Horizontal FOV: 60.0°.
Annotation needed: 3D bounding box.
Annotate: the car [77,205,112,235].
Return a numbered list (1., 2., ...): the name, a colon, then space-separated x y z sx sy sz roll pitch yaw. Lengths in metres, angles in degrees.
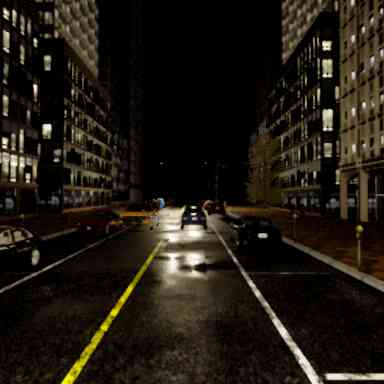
1. car: -5.665 1.765 20.504 1.887 1.381 4.507 0 -1 0

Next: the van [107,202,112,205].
1. van: -5.658 1.621 26.199 1.690 1.788 3.998 0 -1 0

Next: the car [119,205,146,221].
1. car: -5.653 1.922 31.888 1.802 1.307 4.206 0 -1 0

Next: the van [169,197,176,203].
1. van: -5.583 2.316 94.501 1.690 1.788 3.998 0 -1 0

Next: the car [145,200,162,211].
1. car: -5.633 1.956 48.964 1.967 1.590 4.097 0 -1 0

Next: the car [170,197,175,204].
1. car: -5.596 2.385 82.945 1.752 1.417 4.829 0 -1 0

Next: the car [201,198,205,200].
1. car: 2.753 2.101 54.802 1.752 1.417 4.829 0 -1 0

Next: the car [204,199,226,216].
1. car: 2.735 1.840 37.557 1.967 1.590 4.097 0 -1 0

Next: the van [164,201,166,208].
1. van: -5.626 1.915 54.658 1.690 1.788 3.998 0 -1 0

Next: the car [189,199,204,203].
1. car: 0.144 1.991 41.855 2.033 1.411 5.357 0 -1 0

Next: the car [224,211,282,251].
1. car: 2.709 1.726 14.790 1.947 1.339 4.313 0 -1 0

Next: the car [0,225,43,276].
1. car: -5.678 1.650 9.121 2.008 1.369 4.403 0 -1 0

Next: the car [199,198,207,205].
1. car: 2.785 2.302 83.091 1.967 1.590 4.097 0 -1 0

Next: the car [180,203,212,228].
1. car: 0.127 1.808 24.251 2.033 1.411 5.357 0 -1 0

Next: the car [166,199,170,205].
1. car: -5.621 2.198 60.348 1.947 1.339 4.313 0 -1 0

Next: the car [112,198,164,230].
1. car: -2.979 1.301 19.368 1.882 1.535 5.008 0 -1 0
